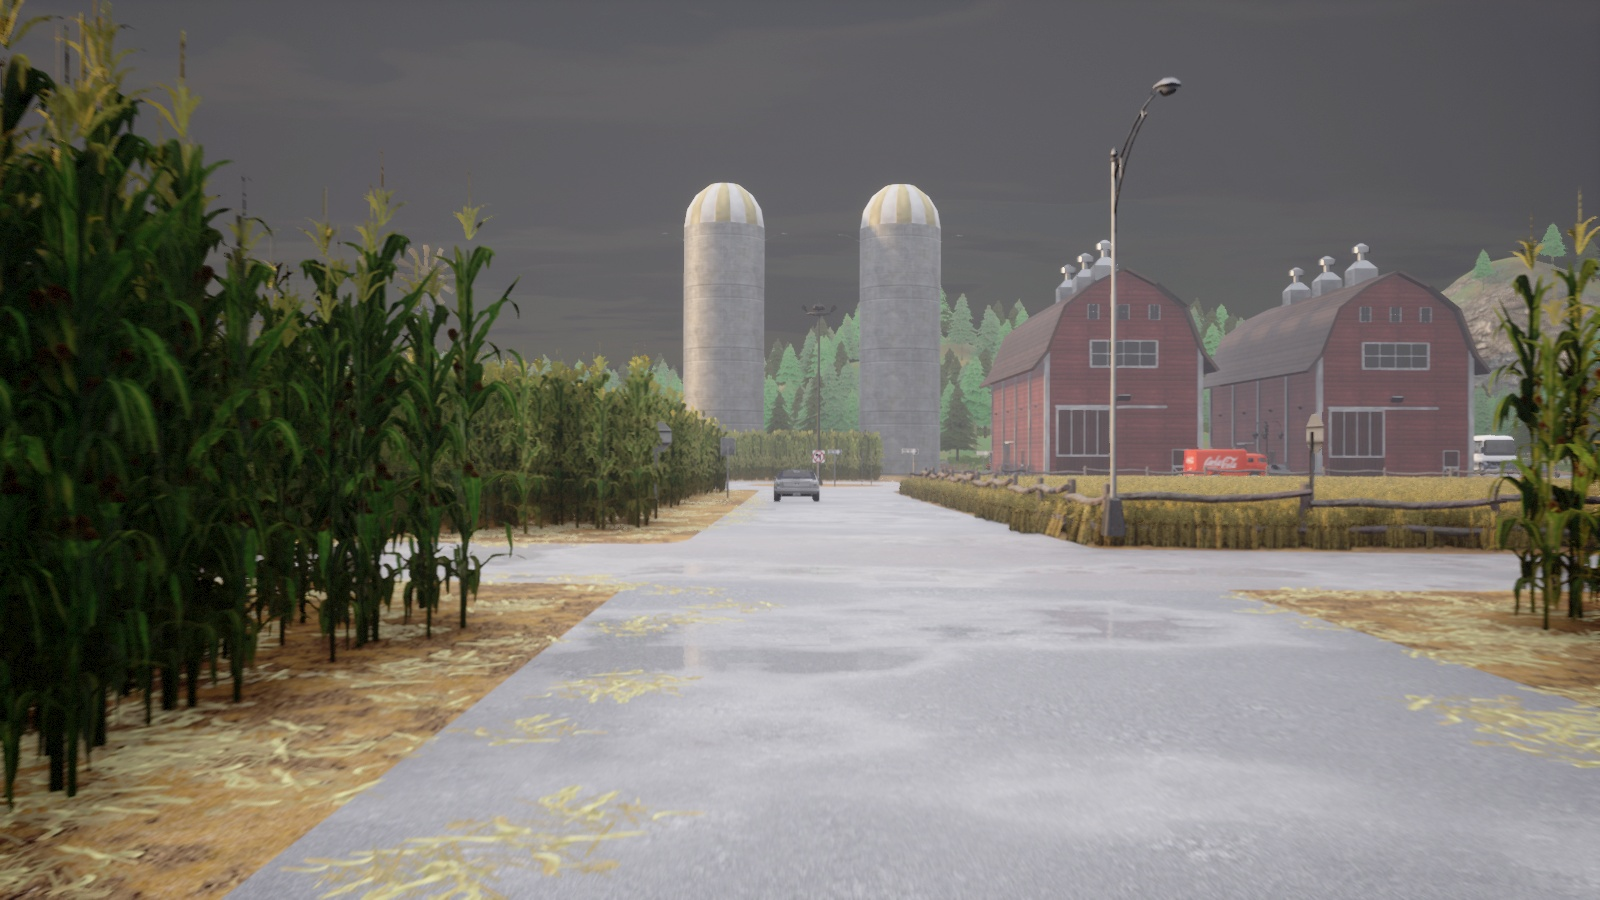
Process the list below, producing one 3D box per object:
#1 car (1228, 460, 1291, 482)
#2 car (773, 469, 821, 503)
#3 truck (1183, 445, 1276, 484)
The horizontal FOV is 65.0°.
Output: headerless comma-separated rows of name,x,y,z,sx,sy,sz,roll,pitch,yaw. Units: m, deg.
car,31.651,1.460,86.528,3.633,1.501,1.845,0,0,-4
car,-0.126,1.444,51.836,1.895,1.301,4.718,0,-1,0
truck,28.289,0.953,82.804,5.204,2.467,2.627,0,0,-4
